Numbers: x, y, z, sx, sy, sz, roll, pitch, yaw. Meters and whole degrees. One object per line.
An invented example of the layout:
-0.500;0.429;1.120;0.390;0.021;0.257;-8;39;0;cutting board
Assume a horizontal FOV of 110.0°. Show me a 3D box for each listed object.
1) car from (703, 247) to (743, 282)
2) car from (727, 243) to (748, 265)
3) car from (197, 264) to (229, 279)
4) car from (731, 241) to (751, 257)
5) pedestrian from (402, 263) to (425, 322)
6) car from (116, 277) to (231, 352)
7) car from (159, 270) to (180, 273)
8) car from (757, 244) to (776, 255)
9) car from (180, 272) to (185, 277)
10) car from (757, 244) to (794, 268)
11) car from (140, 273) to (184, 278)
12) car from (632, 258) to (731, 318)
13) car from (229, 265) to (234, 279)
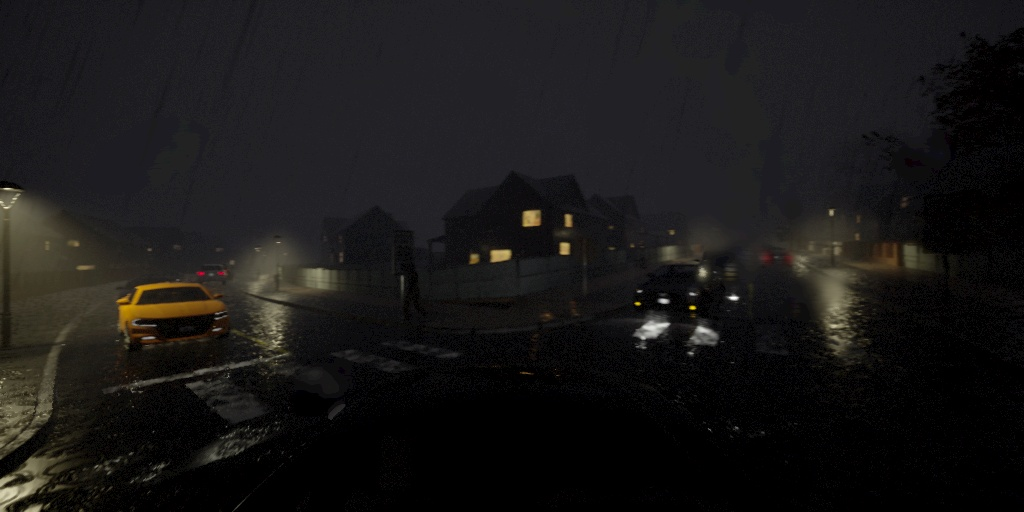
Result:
11.262;0.488;19.517;1.837;1.490;4.892;-1;2;34;car
18.757;-0.055;30.612;1.882;1.535;5.008;-1;2;34;car
-30.258;1.860;36.218;2.150;2.045;5.566;0;0;-38;car
27.699;-0.805;43.697;2.150;2.045;5.566;-1;2;34;car
-3.042;1.067;11.080;0.375;1.860;0.375;-1;0;39;pedestrian
-9.603;1.513;10.120;5.008;1.535;1.882;-2;-1;41;car
-23.913;1.949;24.016;2.128;1.511;4.902;0;-1;-42;car
35.052;-0.912;49.489;1.994;1.385;4.181;-1;1;34;car
-31.147;2.100;32.571;1.882;1.535;5.008;0;0;-38;car
19.425;0.099;26.356;2.033;1.411;5.357;-1;2;34;car
-16.774;1.734;16.638;5.008;1.535;1.882;-2;-1;44;car
5.355;0.956;11.320;1.994;1.385;4.181;-1;2;38;car
-36.308;1.974;44.720;2.150;2.045;5.566;0;0;-33;car
